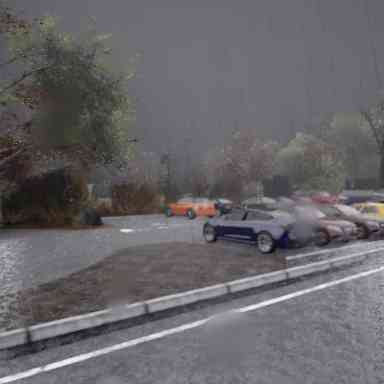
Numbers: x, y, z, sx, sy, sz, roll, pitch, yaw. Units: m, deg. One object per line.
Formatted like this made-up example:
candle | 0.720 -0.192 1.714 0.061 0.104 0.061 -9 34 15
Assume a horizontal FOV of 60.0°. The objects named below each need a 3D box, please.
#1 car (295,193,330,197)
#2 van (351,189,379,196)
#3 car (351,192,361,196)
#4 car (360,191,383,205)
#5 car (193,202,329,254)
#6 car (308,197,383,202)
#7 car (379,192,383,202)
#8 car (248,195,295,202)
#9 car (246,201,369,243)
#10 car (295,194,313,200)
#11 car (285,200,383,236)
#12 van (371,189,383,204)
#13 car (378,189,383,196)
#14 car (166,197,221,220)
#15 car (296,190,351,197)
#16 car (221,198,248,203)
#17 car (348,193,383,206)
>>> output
car | 11.244 1.194 34.379 2.163 1.488 4.792 -1 0 -35
van | 20.650 0.781 40.878 1.878 1.987 4.442 -2 1 -35
car | 15.860 1.119 37.652 2.097 1.535 5.008 0 0 -35
car | 25.120 0.743 44.126 2.185 1.767 4.553 -2 1 -35
car | 2.402 1.340 12.859 2.163 1.488 4.792 -1 0 -35
car | 9.247 1.244 17.863 1.946 1.575 5.366 -1 0 -35
car | 29.822 0.725 47.476 2.231 1.521 4.892 -2 1 -35
car | 6.705 1.206 31.233 2.231 1.521 4.892 -1 0 -35
car | 4.730 1.329 14.463 2.002 1.452 4.674 0 0 -35
car | 8.934 1.215 32.755 2.163 1.488 4.792 -1 0 -35
car | 7.041 1.308 16.089 2.002 1.452 4.674 -1 0 -35
van | 27.443 0.569 45.940 1.878 1.987 4.442 -2 1 -35
car | 16.303 0.933 22.564 2.435 2.045 5.566 -1 0 -35
car | -0.205 1.142 26.330 2.185 1.767 4.553 -1 0 -35
car | 13.552 0.892 36.002 2.435 2.045 5.566 -1 0 -35
car | 1.989 1.248 27.905 2.097 1.535 5.008 -1 0 -35
car | 22.880 0.966 42.629 2.163 1.488 4.792 -2 1 -35
